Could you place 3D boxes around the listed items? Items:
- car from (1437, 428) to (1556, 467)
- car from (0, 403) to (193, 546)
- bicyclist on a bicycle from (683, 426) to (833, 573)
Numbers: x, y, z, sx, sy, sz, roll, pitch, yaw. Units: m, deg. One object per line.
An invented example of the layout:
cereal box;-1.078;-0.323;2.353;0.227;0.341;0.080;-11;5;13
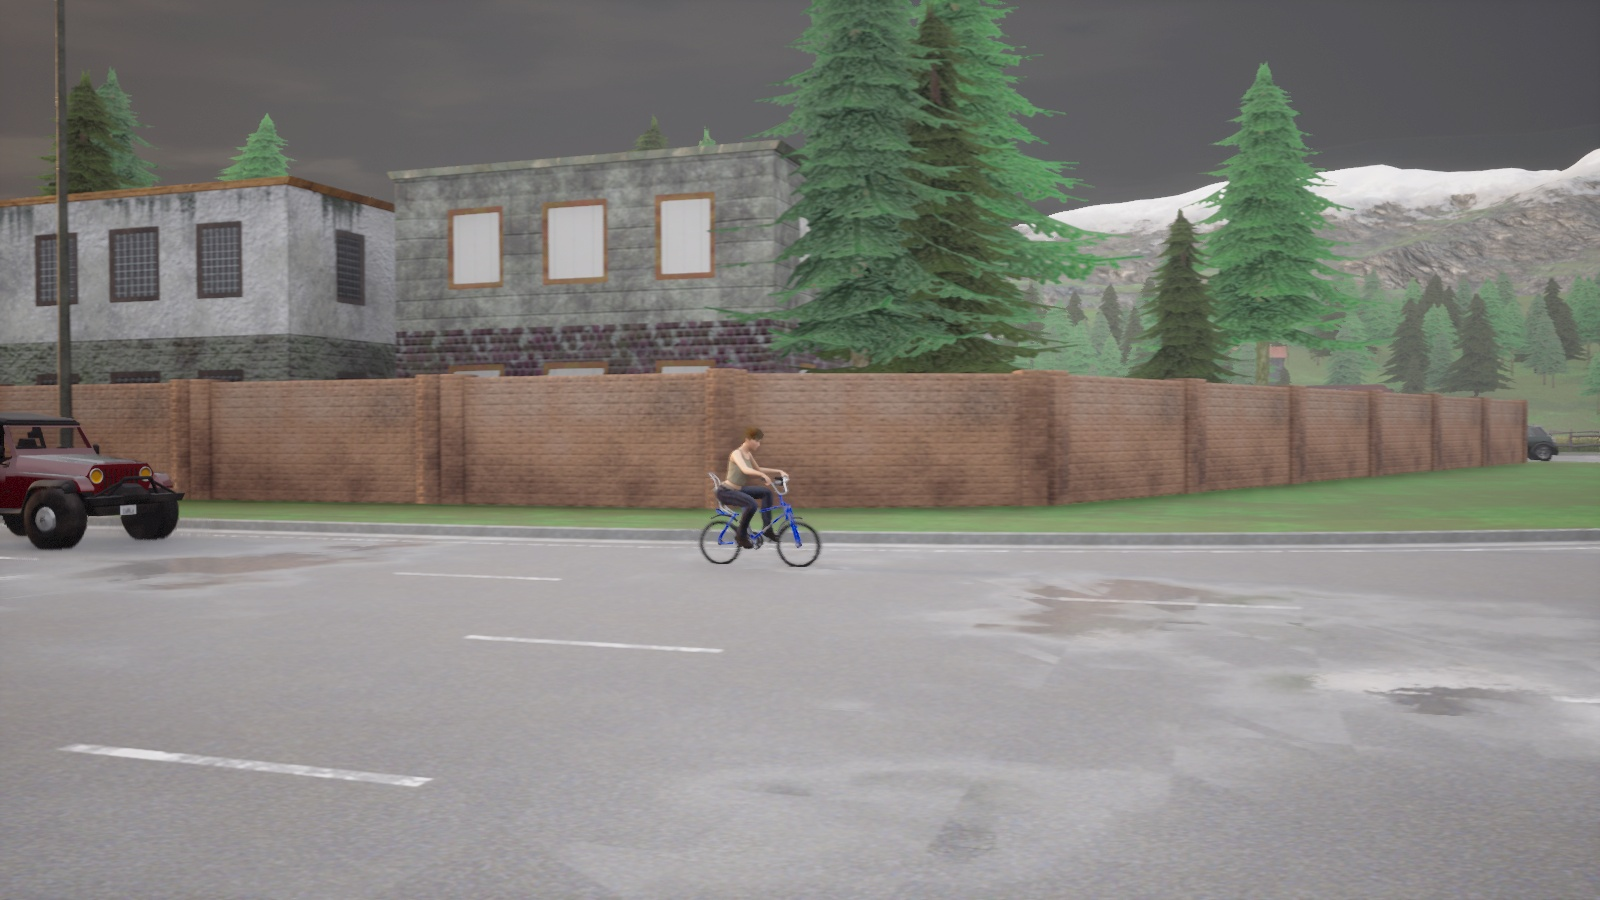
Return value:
car;32.325;-0.129;58.424;4.553;1.767;2.097;1;1;19
car;-10.952;0.294;17.951;3.866;1.878;1.905;1;1;19
bicyclist on a bicycle;-0.472;0.530;14.433;1.509;1.612;0.866;1;1;19
